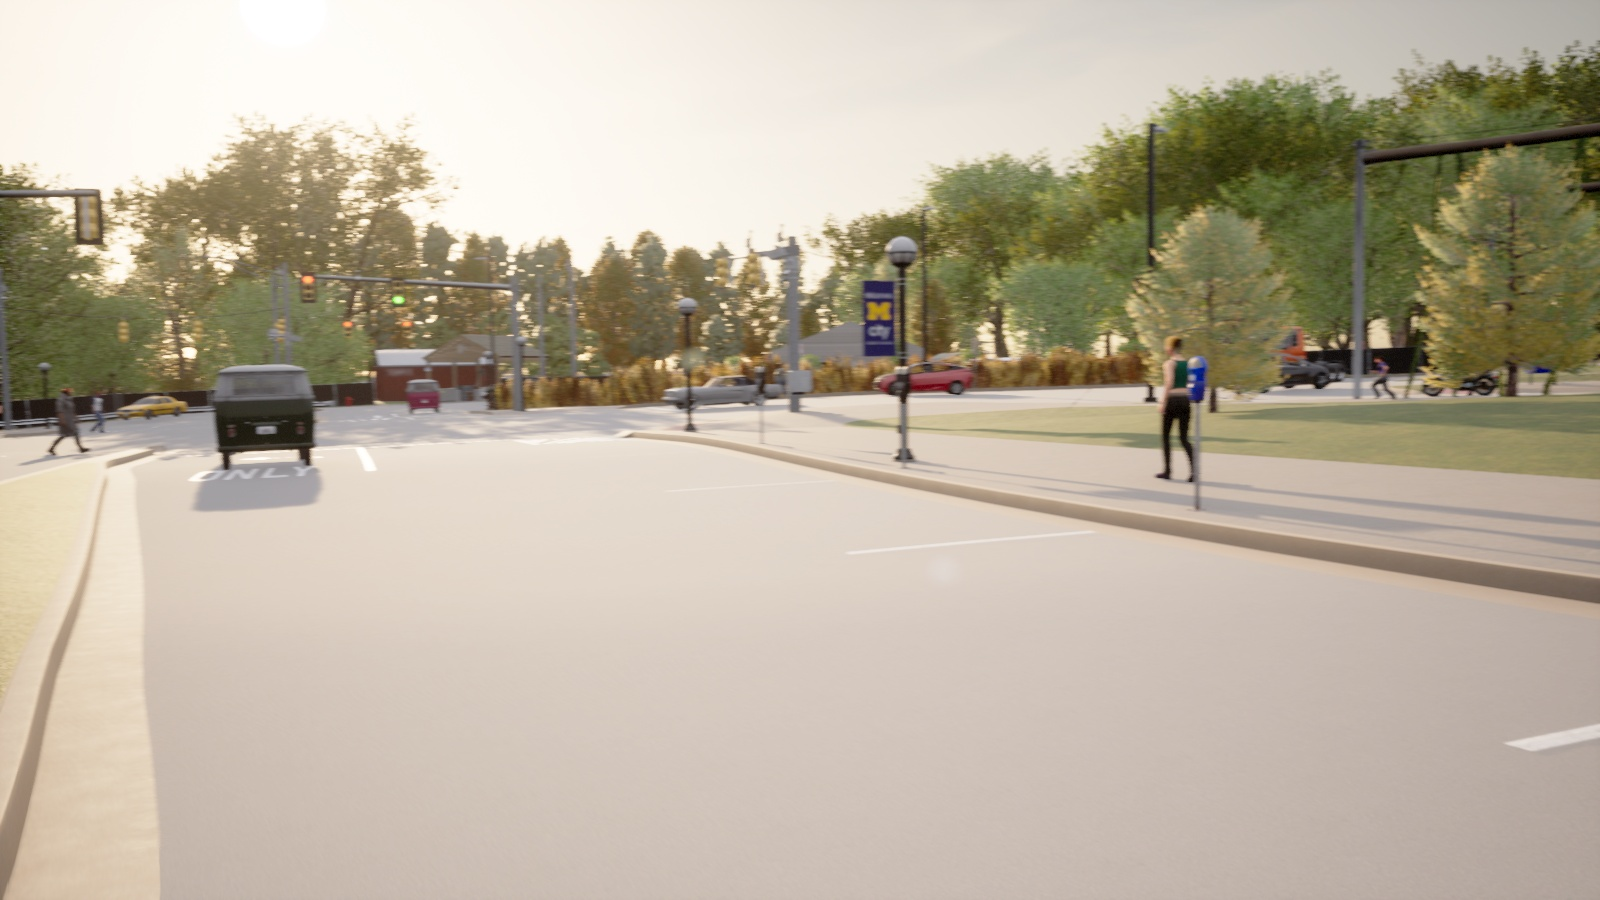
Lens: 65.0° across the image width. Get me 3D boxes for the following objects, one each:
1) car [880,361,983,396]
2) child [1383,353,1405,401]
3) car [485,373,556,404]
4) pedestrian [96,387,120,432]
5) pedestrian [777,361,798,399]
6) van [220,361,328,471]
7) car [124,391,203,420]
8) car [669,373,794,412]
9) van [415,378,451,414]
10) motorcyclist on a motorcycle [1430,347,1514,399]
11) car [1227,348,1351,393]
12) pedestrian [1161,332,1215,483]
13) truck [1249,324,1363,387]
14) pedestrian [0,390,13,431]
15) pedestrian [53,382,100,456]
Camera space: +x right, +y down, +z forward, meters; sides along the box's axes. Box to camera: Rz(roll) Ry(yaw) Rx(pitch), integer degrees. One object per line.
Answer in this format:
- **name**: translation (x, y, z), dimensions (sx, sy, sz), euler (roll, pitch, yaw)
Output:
- **car**: translation (6.024, -3.318, 57.875), dimensions (4.514, 1.525, 2.007), euler (-1, 4, -2)
- **child**: translation (15.821, -1.950, 33.438), dimensions (0.437, 1.263, 0.270), euler (3, 5, 44)
- **car**: translation (-19.115, -4.231, 86.113), dimensions (4.605, 1.855, 1.932), euler (-4, 5, -11)
- **pedestrian**: translation (-28.638, -1.697, 51.944), dimensions (0.706, 1.836, 0.354), euler (-1, 4, -3)
- **pedestrian**: translation (-0.617, -3.467, 62.322), dimensions (0.900, 1.855, 0.874), euler (-2, 4, -11)
- **van**: translation (-10.692, -0.725, 25.479), dimensions (1.775, 1.987, 4.442), euler (-3, 3, -24)
- **car**: translation (-42.312, -2.990, 83.668), dimensions (1.801, 1.575, 5.366), euler (-1, 5, 9)
- **car**: translation (-2.818, -2.384, 51.539), dimensions (4.718, 1.301, 1.895), euler (-4, 5, -20)
- **van**: translation (-21.749, -3.221, 74.342), dimensions (1.775, 1.987, 4.442), euler (-4, 5, -18)
- **motorcyclist on a motorcycle**: translation (22.372, -2.550, 41.845), dimensions (0.766, 1.649, 2.350), euler (-4, 4, -43)
- **car**: translation (21.032, -3.425, 54.039), dimensions (4.611, 1.667, 2.242), euler (-4, 5, -19)
- **pedestrian**: translation (4.825, -0.534, 15.643), dimensions (0.345, 1.836, 0.594), euler (-2, 4, -21)
- **truck**: translation (29.906, -5.575, 74.000), dimensions (7.936, 3.462, 2.891), euler (-4, 4, -41)
- **pedestrian**: translation (-36.053, -1.804, 57.012), dimensions (0.345, 1.836, 0.594), euler (-2, 4, -16)
- **pedestrian**: translation (-19.358, -0.847, 33.628), dimensions (0.873, 1.952, 0.659), euler (-2, 4, -17)
